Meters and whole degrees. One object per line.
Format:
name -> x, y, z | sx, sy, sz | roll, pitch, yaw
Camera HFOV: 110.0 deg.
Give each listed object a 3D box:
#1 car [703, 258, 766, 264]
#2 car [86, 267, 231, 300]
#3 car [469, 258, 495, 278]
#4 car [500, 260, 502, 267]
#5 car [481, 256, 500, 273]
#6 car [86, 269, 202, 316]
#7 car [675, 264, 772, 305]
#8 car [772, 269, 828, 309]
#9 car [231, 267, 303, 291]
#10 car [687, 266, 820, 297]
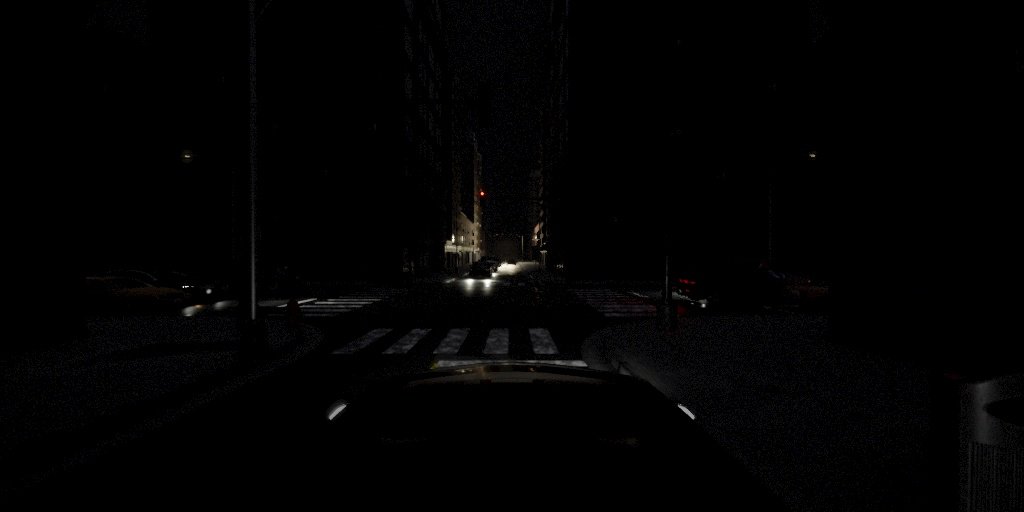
car -> 12.314, 1.032, 20.914 | 5.009, 1.841, 2.192 | 0, 0, 0
car -> -15.482, 1.260, 15.397 | 4.902, 1.511, 2.128 | 0, 0, 0
car -> -2.914, 1.219, 33.814 | 1.882, 1.535, 5.008 | 0, 0, 0
car -> -2.911, 1.066, 63.125 | 2.097, 1.767, 4.553 | 0, 0, 0
car -> -2.935, 0.956, 44.679 | 2.150, 2.045, 5.566 | 0, 0, 0
car -> -14.403, 1.304, 12.873 | 4.829, 1.417, 1.751 | 0, 0, 0
car -> 9.671, 1.250, 15.395 | 4.892, 1.490, 1.837 | 0, 1, 1
car -> 12.480, 1.280, 12.889 | 4.829, 1.417, 1.751 | 0, 0, 0
car -> -14.569, 1.307, 20.898 | 4.313, 1.339, 1.948 | 0, 0, 0
car -> 12.134, 1.277, 18.338 | 5.357, 1.411, 2.033 | 0, 0, 3
